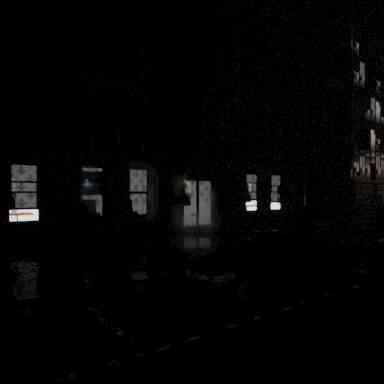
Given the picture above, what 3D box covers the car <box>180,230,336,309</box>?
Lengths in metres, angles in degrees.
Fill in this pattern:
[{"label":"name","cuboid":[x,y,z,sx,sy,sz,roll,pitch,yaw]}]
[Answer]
[{"label":"car","cuboid":[1.710,1.581,7.791,4.206,1.307,1.802,0,0,-36]}]
